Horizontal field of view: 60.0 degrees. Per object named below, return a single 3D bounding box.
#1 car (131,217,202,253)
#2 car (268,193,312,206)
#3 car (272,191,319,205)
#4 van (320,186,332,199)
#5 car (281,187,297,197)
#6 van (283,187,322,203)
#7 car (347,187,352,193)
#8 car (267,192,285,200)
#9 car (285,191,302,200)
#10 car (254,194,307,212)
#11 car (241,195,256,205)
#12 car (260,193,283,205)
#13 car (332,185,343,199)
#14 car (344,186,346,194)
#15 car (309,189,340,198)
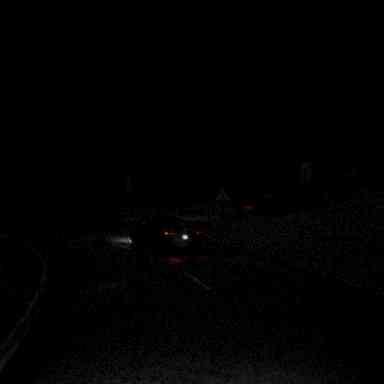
[{"bbox_3d":[-1.285,1.843,15.334,1.994,1.385,4.181,2,-2,-30],"label":"car"},{"bbox_3d":[11.242,1.298,39.245,4.674,1.452,2.002,-2,2,11],"label":"car"},{"bbox_3d":[12.633,1.140,41.883,5.366,1.575,1.946,-2,2,11],"label":"car"},{"bbox_3d":[18.995,0.429,52.275,4.442,1.987,1.878,-2,2,11],"label":"van"},{"bbox_3d":[20.872,-0.022,71.105,2.097,1.767,4.553,-2,1,31],"label":"car"},{"bbox_3d":[14.498,0.785,44.426,4.442,1.987,1.878,-2,1,11],"label":"van"},{"bbox_3d":[30.339,-0.211,70.454,5.366,1.575,1.946,-2,1,11],"label":"car"},{"bbox_3d":[15.893,0.739,62.855,1.994,1.385,4.181,-2,1,31],"label":"car"},{"bbox_3d":[18.884,0.602,61.525,1.994,1.385,4.181,-2,1,31],"label":"car"},{"bbox_3d":[9.657,1.381,36.649,4.892,1.521,2.231,-2,1,11],"label":"car"},{"bbox_3d":[9.159,1.184,51.556,2.128,1.511,4.902,-2,1,31],"label":"car"},{"bbox_3d":[12.104,1.042,50.131,1.882,1.535,5.008,-2,1,31],"label":"car"},{"bbox_3d":[22.291,0.155,57.461,5.566,2.045,2.435,-2,1,11],"label":"car"},{"bbox_3d":[26.966,-0.082,65.286,4.553,1.767,2.185,-2,1,11],"label":"car"},{"bbox_3d":[23.844,0.286,60.073,4.892,1.521,2.231,-2,1,11],"label":"car"}]
